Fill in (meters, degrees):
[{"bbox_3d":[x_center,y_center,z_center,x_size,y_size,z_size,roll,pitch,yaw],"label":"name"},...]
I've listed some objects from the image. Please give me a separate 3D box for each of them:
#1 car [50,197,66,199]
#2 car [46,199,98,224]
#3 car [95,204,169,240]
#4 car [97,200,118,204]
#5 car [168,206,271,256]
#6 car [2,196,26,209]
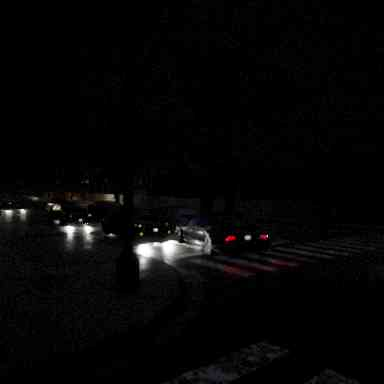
[{"bbox_3d":[-14.576,1.361,36.511,1.837,1.490,4.892,1,1,-38],"label":"car"},{"bbox_3d":[-9.042,1.486,24.197,2.033,1.411,5.357,1,0,-38],"label":"car"},{"bbox_3d":[-2.831,1.508,16.300,1.994,1.385,4.181,1,0,-38],"label":"car"},{"bbox_3d":[-6.774,1.447,26.575,1.882,1.535,5.008,1,0,-38],"label":"car"},{"bbox_3d":[0.908,1.498,12.911,2.033,1.411,5.357,0,0,-20],"label":"car"},{"bbox_3d":[-21.558,1.255,40.190,1.812,1.442,4.674,1,0,-38],"label":"car"}]
